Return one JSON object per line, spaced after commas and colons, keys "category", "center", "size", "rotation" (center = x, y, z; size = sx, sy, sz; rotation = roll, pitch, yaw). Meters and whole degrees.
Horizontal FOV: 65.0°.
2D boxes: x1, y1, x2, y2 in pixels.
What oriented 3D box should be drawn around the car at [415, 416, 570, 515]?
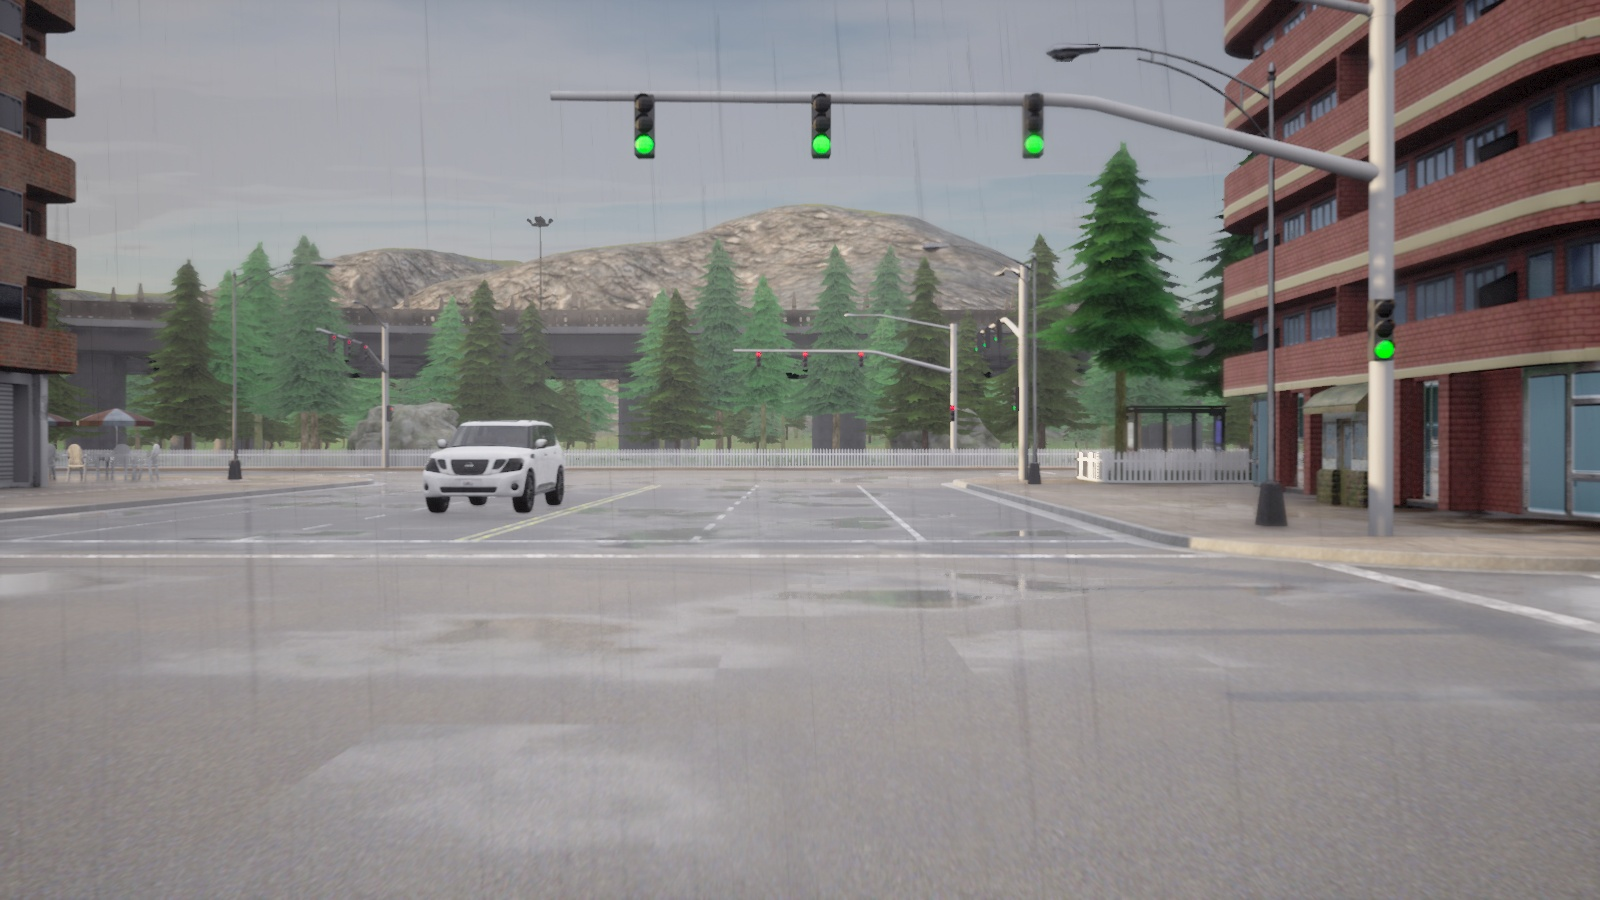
{"category": "car", "center": [-6.822, 0.300, 28.567], "size": [2.150, 2.045, 5.566], "rotation": [0, 0, 0]}
